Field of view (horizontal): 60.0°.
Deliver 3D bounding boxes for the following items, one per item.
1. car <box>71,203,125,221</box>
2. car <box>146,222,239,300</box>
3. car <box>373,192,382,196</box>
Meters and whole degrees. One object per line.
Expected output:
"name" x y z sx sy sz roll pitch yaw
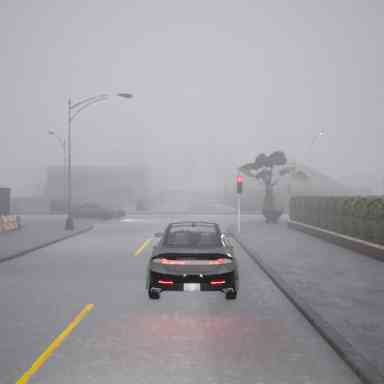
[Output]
"car" -7.523 1.567 26.807 4.181 1.385 1.994 0 0 13
"car" 0.039 1.492 8.394 2.128 1.511 4.902 0 0 1
"car" 38.029 0.980 67.797 1.905 1.878 3.866 0 0 0
